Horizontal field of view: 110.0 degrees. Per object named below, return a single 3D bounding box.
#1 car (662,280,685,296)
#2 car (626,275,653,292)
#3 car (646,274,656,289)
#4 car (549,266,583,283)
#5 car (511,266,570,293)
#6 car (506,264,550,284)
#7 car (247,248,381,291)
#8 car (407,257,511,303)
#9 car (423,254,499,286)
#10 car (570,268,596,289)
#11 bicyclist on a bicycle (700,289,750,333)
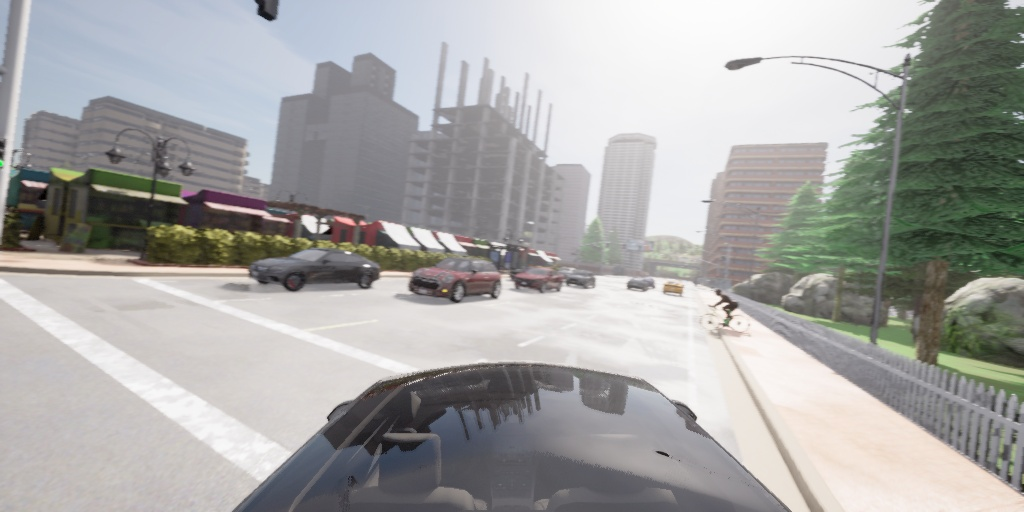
[{"bbox_3d":[17.479,3.422,38.936,1.882,1.535,5.008,7,0,26],"label":"car"},{"bbox_3d":[13.872,3.063,39.477,1.994,1.385,4.181,7,0,26],"label":"car"},{"bbox_3d":[18.297,3.582,48.455,1.812,1.442,4.674,7,0,27],"label":"car"},{"bbox_3d":[6.036,2.025,39.658,2.128,1.511,4.902,7,0,27],"label":"car"},{"bbox_3d":[1.850,1.475,23.356,1.882,1.535,5.008,7,0,26],"label":"car"},{"bbox_3d":[1.482,1.562,30.512,1.895,1.301,4.718,7,0,26],"label":"car"},{"bbox_3d":[-6.979,0.422,13.281,1.812,1.442,4.674,7,0,27],"label":"car"},{"bbox_3d":[-2.202,0.839,15.102,2.097,1.767,4.553,7,0,26],"label":"car"},{"bbox_3d":[-2.875,0.890,21.645,1.882,1.535,5.008,7,0,27],"label":"car"},{"bbox_3d":[6.296,2.062,32.367,1.837,1.490,4.892,7,0,27],"label":"car"},{"bbox_3d":[8.130,2.106,13.772,1.656,1.620,0.582,-2,-4,26],"label":"bicyclist on a bicycle"}]
